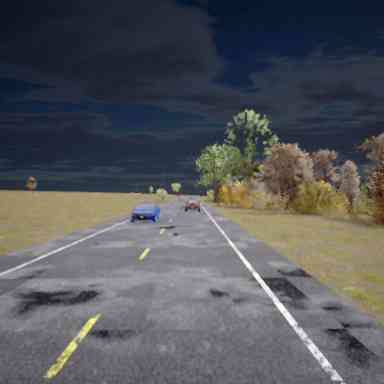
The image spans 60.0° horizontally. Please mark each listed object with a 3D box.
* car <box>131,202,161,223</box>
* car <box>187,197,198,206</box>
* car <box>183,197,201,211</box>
[{"bbox_3d":[-3.599,1.558,26.458,1.882,1.535,5.008,0,0,0],"label":"car"},{"bbox_3d":[0.098,1.743,62.355,2.033,1.411,5.357,0,0,0],"label":"car"},{"bbox_3d":[0.086,1.656,42.149,1.812,1.442,4.674,0,0,0],"label":"car"}]
